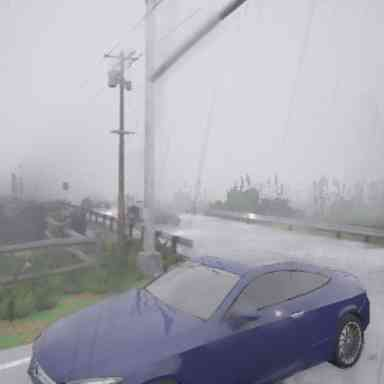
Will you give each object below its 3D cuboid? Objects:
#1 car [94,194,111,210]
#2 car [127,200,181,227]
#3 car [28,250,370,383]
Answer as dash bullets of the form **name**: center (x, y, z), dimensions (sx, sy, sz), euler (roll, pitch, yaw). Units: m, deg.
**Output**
- **car**: center (-8.946, 0.924, 30.796), dimensions (1.812, 1.442, 4.674), euler (1, 0, -31)
- **car**: center (-2.447, 1.241, 20.302), dimensions (1.812, 1.442, 4.674), euler (1, 2, -33)
- **car**: center (0.481, 1.557, 4.317), dimensions (4.674, 1.442, 1.812), euler (1, -1, -34)
